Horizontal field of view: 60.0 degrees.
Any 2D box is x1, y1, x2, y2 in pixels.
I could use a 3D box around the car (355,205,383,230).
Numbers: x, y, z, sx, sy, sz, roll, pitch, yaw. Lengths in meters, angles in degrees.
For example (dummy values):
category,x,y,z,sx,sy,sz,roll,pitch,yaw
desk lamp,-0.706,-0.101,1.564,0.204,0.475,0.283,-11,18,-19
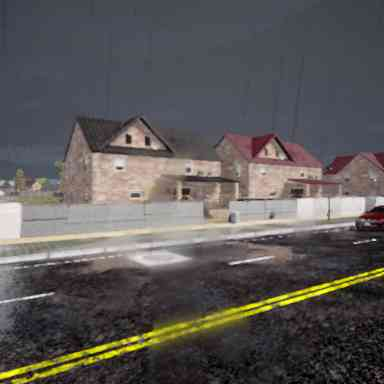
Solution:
category,x,y,z,sx,sy,sz,roll,pitch,yaw
car,11.750,1.538,20.038,4.674,1.442,1.812,0,0,-35
